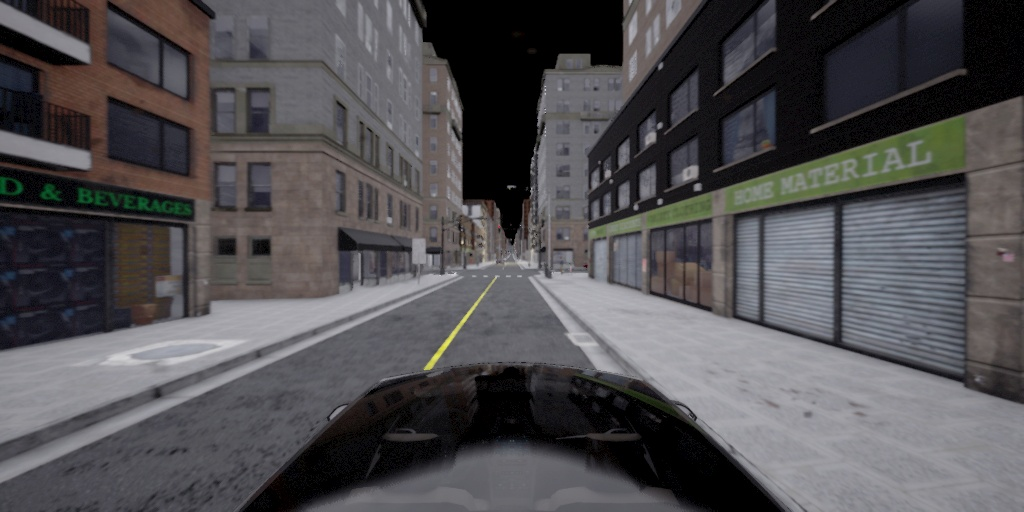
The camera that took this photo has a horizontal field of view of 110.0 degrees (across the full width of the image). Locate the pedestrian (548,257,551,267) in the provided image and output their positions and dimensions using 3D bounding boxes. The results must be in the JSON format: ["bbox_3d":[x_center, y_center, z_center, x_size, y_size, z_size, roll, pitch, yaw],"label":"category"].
[{"bbox_3d":[3.641,0.918,35.125,0.375,1.860,0.375,0,0,0],"label":"pedestrian"}]

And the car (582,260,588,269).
[{"bbox_3d":[12.102,0.902,48.777,5.009,1.841,2.192,0,0,0],"label":"car"}]

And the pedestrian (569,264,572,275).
[{"bbox_3d":[5.641,1.270,34.527,0.500,1.100,0.500,0,0,0],"label":"pedestrian"}]

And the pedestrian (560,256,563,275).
[{"bbox_3d":[4.641,0.905,33.925,0.375,1.860,0.375,0,0,0],"label":"pedestrian"}]
